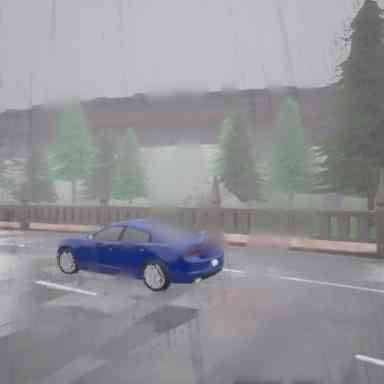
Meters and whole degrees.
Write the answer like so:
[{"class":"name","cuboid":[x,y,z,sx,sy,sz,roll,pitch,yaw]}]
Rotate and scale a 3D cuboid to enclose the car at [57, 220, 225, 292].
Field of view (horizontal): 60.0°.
[{"class":"car","cuboid":[-1.560,1.487,8.997,5.008,1.535,1.882,0,0,32]}]
